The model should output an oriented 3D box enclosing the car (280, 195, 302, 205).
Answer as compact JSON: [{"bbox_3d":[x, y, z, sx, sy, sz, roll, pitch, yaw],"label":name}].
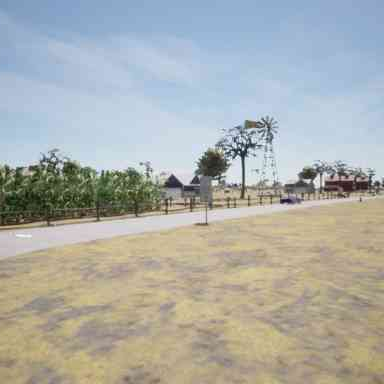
[{"bbox_3d":[14.686,1.146,49.307,1.895,1.301,4.718,0,0,35],"label":"car"}]
